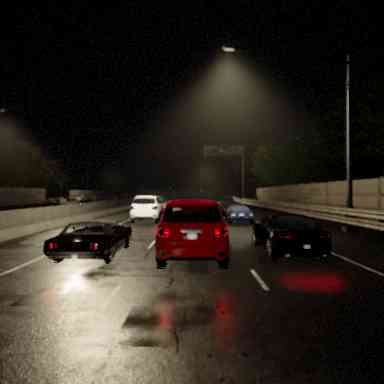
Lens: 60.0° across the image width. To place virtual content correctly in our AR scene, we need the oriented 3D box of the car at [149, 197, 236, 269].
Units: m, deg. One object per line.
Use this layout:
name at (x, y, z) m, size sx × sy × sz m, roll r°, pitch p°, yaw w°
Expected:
car at (0.032, 1.264, 11.506) m, size 2.150 × 2.045 × 5.566 m, roll 0°, pitch 0°, yaw 1°

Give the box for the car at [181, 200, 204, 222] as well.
car at (0.048, 1.572, 28.864) m, size 1.882 × 1.535 × 5.008 m, roll 0°, pitch 0°, yaw 0°

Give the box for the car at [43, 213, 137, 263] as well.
car at (-3.461, 1.643, 12.066) m, size 1.895 × 1.301 × 4.718 m, roll 0°, pitch 0°, yaw 1°

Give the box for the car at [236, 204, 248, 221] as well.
car at (3.519, 1.632, 25.501) m, size 2.033 × 1.411 × 5.357 m, roll 0°, pitch 0°, yaw 1°

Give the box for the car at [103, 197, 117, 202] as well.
car at (-14.058, 1.690, 57.732) m, size 1.837 × 1.490 × 4.892 m, roll 0°, pitch 0°, yaw 0°

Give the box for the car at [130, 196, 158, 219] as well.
car at (-3.470, 1.311, 26.583) m, size 2.150 × 2.045 × 5.566 m, roll 0°, pitch 0°, yaw 1°

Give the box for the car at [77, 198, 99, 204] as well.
car at (-17.542, 1.733, 57.421) m, size 2.033 × 1.411 × 5.357 m, roll 0°, pitch 0°, yaw 1°

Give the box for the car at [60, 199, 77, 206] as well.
car at (-21.039, 1.786, 57.342) m, size 1.895 × 1.301 × 4.718 m, roll 0°, pitch 0°, yaw 1°

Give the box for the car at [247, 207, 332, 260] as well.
car at (3.542, 1.522, 12.638) m, size 1.882 × 1.535 × 5.008 m, roll 0°, pitch 0°, yaw 0°
